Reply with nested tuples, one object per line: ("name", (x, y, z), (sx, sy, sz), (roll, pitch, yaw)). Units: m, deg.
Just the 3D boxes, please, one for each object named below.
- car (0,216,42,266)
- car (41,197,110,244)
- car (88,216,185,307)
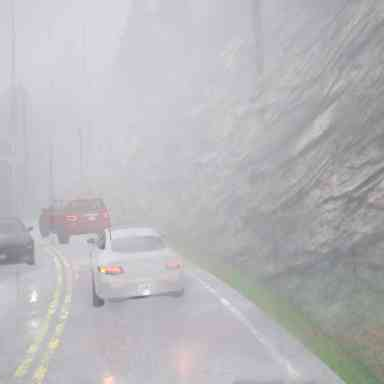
("car", (-6.701, 1.626, 11.570), (1.882, 1.535, 5.008), (-2, 0, -32))
("car", (-6.013, 1.295, 16.710), (2.150, 2.045, 5.566), (-3, 1, -37))
("car", (-1.497, 1.530, 8.079), (1.812, 1.442, 4.674), (-1, 0, -17))
